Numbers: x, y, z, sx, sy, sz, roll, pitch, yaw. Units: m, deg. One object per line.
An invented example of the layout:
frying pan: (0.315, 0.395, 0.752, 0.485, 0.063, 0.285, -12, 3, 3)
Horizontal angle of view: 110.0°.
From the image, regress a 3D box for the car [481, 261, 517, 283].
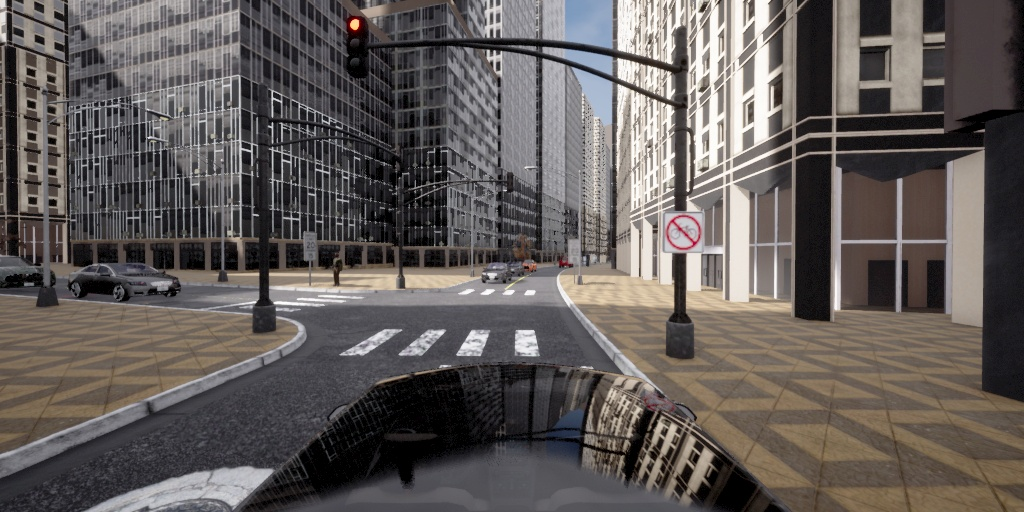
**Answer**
car: (-1.117, 1.276, 28.175, 2.128, 1.511, 4.902, 0, 0, 7)

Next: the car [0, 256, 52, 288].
car: (-25.665, 0.771, 18.066, 4.553, 1.767, 2.097, 1, 1, 16)

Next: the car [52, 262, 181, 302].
car: (-16.666, 1.039, 15.441, 4.902, 1.511, 2.128, 1, 1, 17)

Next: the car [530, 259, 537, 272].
car: (2.008, 1.220, 47.435, 2.097, 1.767, 4.553, 0, 0, 12)

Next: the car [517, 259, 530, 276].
car: (0.229, 1.311, 37.657, 2.128, 1.511, 4.902, 0, 0, 9)

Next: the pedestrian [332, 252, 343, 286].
pedestrian: (-9.523, 0.716, 19.442, 0.375, 1.860, 0.375, 0, 0, 16)
